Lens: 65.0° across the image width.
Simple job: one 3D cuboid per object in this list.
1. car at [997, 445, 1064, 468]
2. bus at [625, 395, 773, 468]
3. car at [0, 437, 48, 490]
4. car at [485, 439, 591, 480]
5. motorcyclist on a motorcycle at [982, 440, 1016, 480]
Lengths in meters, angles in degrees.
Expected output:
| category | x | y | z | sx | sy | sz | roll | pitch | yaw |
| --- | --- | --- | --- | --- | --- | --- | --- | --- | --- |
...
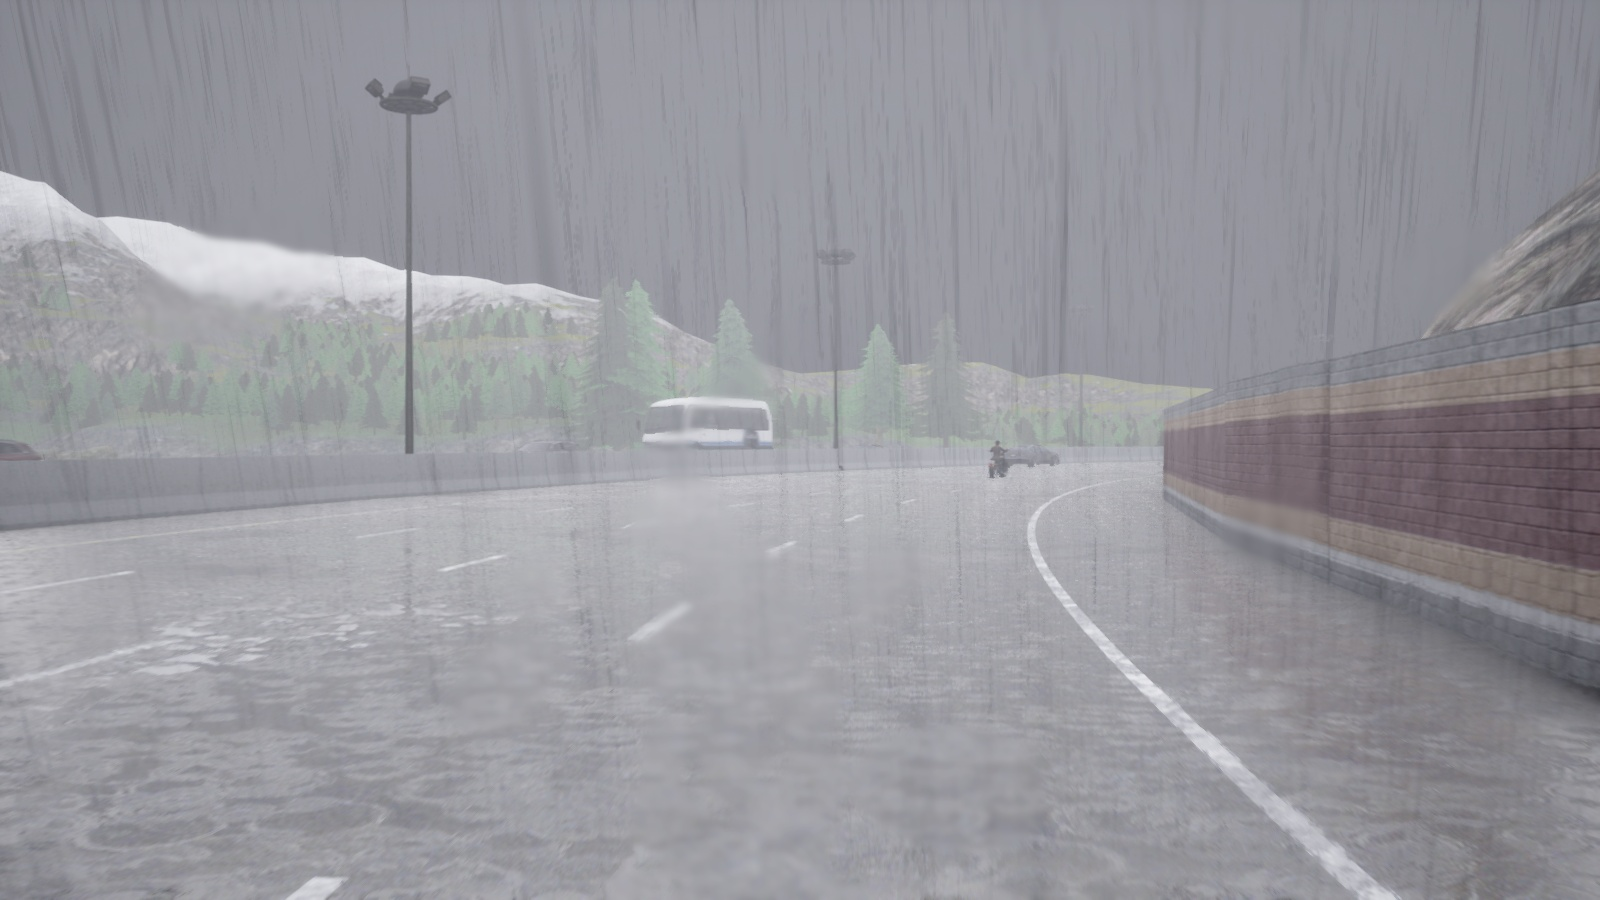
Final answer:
| category | x | y | z | sx | sy | sz | roll | pitch | yaw |
| --- | --- | --- | --- | --- | --- | --- | --- | --- | --- |
| car | 14.366 | 0.372 | 77.876 | 2.033 | 1.411 | 5.357 | 0 | 0 | 35 |
| bus | -6.075 | -1.079 | 78.288 | 3.944 | 4.253 | 10.273 | 0 | 0 | 31 |
| car | -26.170 | 0.424 | 38.920 | 2.033 | 1.649 | 4.856 | 0 | 0 | 15 |
| car | -10.834 | 0.368 | 52.304 | 2.033 | 1.649 | 4.856 | 0 | 0 | 21 |
| motorcyclist on a motorcycle | 8.427 | 0.408 | 53.106 | 0.766 | 1.649 | 2.350 | 1 | 1 | 24 |
